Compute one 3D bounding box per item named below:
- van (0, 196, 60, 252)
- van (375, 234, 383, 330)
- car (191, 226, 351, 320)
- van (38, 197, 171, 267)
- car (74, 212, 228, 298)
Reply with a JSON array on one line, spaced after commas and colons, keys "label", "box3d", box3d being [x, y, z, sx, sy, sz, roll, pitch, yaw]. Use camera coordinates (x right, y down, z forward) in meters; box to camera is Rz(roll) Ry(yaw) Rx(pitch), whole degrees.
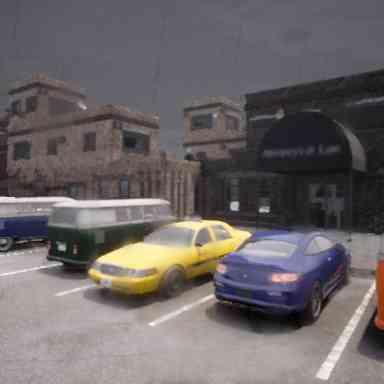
[{"label": "van", "box3d": [-6.715, 1.232, 13.890, 1.878, 1.987, 4.442, 0, 0, 36]}, {"label": "van", "box3d": [4.507, 1.255, 5.883, 1.878, 1.987, 4.442, 0, 0, 36]}, {"label": "car", "box3d": [2.193, 1.515, 7.388, 2.002, 1.452, 4.674, 0, 0, 36]}, {"label": "van", "box3d": [-2.227, 1.238, 10.689, 1.878, 1.987, 4.442, 0, 0, 36]}, {"label": "car", "box3d": [-0.158, 1.466, 8.841, 1.946, 1.575, 5.366, 0, 0, 36]}]
